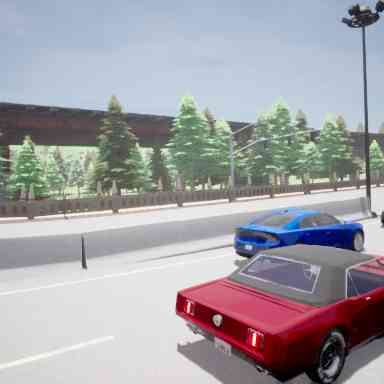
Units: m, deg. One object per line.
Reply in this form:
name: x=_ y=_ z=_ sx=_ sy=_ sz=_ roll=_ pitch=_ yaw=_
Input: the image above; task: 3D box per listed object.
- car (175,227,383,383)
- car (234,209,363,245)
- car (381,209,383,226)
car: x=2.176 y=1.539 z=5.322 sx=4.718 sy=1.301 sz=1.895 roll=-2 pitch=1 yaw=-36
car: x=3.568 y=1.282 z=10.636 sx=5.008 sy=1.535 sz=1.882 roll=-3 pitch=2 yaw=-36
car: x=10.847 y=0.878 z=15.882 sx=4.181 sy=1.385 sz=1.994 roll=-4 pitch=2 yaw=-36
